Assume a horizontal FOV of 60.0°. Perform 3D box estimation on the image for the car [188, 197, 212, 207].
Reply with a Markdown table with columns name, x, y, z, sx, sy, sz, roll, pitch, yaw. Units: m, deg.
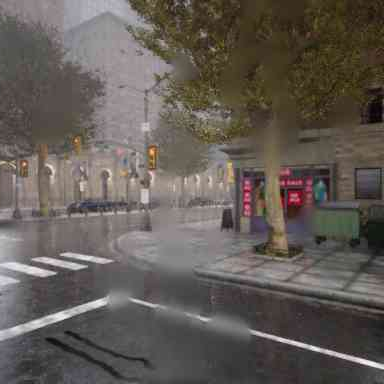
| name | x | y | z | sx | sy | sz | roll | pitch | yaw |
| --- | --- | --- | --- | --- | --- | --- | --- | --- | --- |
| car | 1.303 | 1.494 | 52.403 | 1.837 | 1.490 | 4.892 | 0 | 0 | 36 |

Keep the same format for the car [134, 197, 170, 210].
| name | x | y | z | sx | sy | sz | roll | pitch | yaw |
| --- | --- | --- | --- | --- | --- | --- | --- | --- | --- |
| car | -4.933 | 1.493 | 43.793 | 1.837 | 1.490 | 4.892 | 0 | 0 | 36 |

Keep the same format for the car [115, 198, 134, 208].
| name | x | y | z | sx | sy | sz | roll | pitch | yaw |
| --- | --- | --- | --- | --- | --- | --- | --- | --- | --- |
| car | -10.164 | 1.581 | 47.912 | 1.895 | 1.301 | 4.718 | 0 | 0 | 36 |

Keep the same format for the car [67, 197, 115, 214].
| name | x | y | z | sx | sy | sz | roll | pitch | yaw |
| --- | --- | --- | --- | --- | --- | --- | --- | --- | --- |
| car | -10.970 | 1.341 | 35.442 | 2.097 | 1.767 | 4.553 | 0 | 0 | 36 |
